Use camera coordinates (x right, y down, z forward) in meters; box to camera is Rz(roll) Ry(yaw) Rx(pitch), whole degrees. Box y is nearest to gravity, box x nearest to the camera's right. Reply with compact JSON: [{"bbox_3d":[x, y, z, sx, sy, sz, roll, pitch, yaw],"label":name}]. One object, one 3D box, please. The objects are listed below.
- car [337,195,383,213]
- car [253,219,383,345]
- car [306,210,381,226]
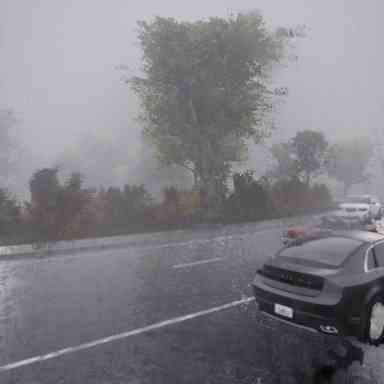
[{"bbox_3d":[13.107,1.251,25.911,2.150,2.045,5.566,0,0,40],"label":"car"},{"bbox_3d":[3.251,1.516,6.472,4.892,1.490,1.837,0,0,-39],"label":"car"},{"bbox_3d":[5.543,1.622,13.225,4.718,1.301,1.895,0,0,-42],"label":"car"}]
